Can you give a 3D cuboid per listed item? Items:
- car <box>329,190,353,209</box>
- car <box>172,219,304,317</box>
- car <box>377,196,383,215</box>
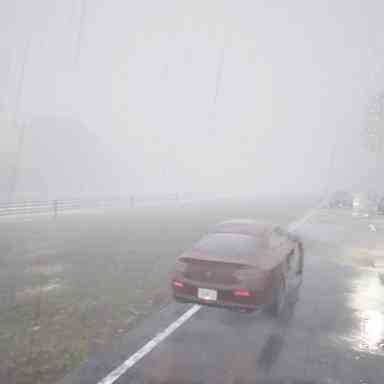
[{"bbox_3d":[13.442,0.741,29.856,1.895,1.301,4.718,1,2,26],"label":"car"},{"bbox_3d":[1.218,1.306,7.058,1.812,1.442,4.674,1,2,25],"label":"car"},{"bbox_3d":[14.449,0.871,23.734,2.033,1.411,5.357,1,2,25],"label":"car"}]
